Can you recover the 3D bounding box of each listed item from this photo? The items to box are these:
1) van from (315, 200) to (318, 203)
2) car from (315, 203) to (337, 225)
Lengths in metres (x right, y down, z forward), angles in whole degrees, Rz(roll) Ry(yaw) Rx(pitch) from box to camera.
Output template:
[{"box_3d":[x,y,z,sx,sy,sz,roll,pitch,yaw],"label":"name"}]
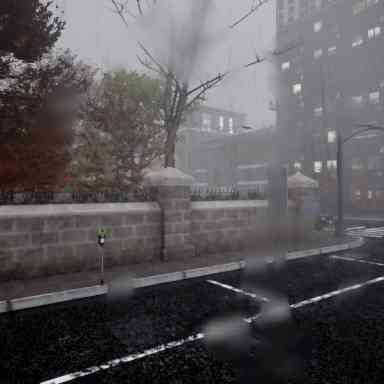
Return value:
[{"box_3d":[10.417,1.646,32.623,1.690,1.788,3.998,-1,0,-36],"label":"van"},{"box_3d":[8.281,1.801,25.766,2.033,1.411,5.357,0,-1,-36],"label":"car"}]
